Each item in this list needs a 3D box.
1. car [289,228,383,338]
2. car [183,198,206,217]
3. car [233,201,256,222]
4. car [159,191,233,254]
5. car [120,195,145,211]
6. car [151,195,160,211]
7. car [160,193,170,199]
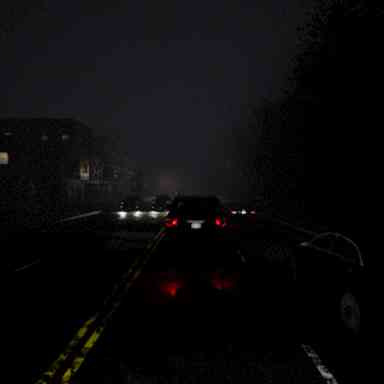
[{"bbox_3d":[3.342,1.451,6.492,2.128,1.511,4.902,0,1,1],"label":"car"},{"bbox_3d":[0.214,1.298,29.570,1.837,1.490,4.892,0,0,0],"label":"car"},{"bbox_3d":[3.436,1.380,24.552,2.033,1.411,5.357,0,0,0],"label":"car"},{"bbox_3d":[0.145,1.130,13.177,2.150,2.045,5.566,0,1,0],"label":"car"},{"bbox_3d":[-6.446,1.091,36.189,2.097,1.767,4.553,0,0,0],"label":"car"},{"bbox_3d":[-3.195,1.095,36.177,2.097,1.767,4.553,0,0,0],"label":"car"},{"bbox_3d":[-6.179,0.894,76.846,1.812,1.442,4.674,0,0,0],"label":"car"}]
